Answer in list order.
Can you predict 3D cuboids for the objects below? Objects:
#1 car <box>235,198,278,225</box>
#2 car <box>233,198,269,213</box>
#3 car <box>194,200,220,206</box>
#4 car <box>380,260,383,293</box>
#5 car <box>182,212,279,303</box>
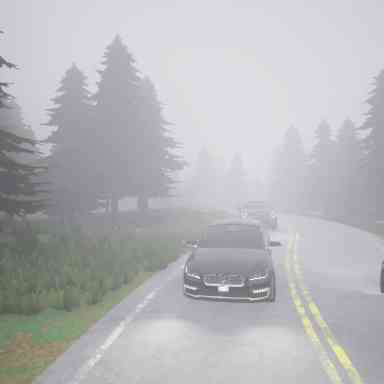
[{"bbox_3d":[3.874,1.270,20.363,2.097,1.767,4.553,-1,0,5],"label":"car"},{"bbox_3d":[6.199,1.410,35.732,1.837,1.490,4.892,2,-1,-16],"label":"car"},{"bbox_3d":[1.915,1.799,44.857,1.812,1.442,4.674,3,-5,-35],"label":"car"},{"bbox_3d":[4.493,1.308,4.640,2.097,1.767,4.553,-1,0,8],"label":"car"},{"bbox_3d":[1.090,1.496,8.410,1.837,1.490,4.892,-1,0,12],"label":"car"}]
